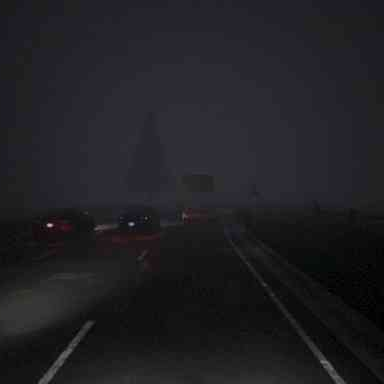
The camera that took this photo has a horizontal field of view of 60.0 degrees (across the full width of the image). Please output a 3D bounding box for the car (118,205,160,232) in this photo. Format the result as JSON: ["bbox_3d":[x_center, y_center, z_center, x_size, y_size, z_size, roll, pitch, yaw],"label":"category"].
[{"bbox_3d":[-3.087,1.524,19.914,1.812,1.442,4.674,0,0,3],"label":"car"}]

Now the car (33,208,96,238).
[{"bbox_3d":[-6.673,1.562,17.839,1.994,1.385,4.181,0,0,3],"label":"car"}]

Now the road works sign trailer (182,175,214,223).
[{"bbox_3d":[0.498,0.462,25.735,2.380,3.560,2.880,0,0,5],"label":"road works sign trailer"}]
